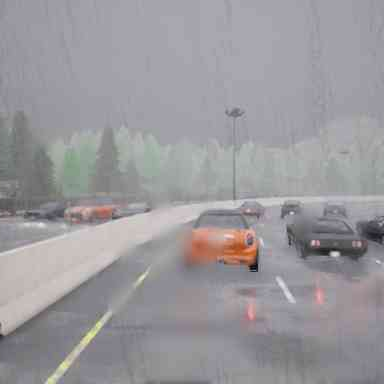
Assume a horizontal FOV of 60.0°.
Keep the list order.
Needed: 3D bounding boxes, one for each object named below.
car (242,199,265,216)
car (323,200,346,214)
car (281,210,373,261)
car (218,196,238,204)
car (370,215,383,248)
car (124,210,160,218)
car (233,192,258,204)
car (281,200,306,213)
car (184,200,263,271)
[{"bbox_3d":[5.318,1.509,29.567,1.994,1.385,4.181,0,0,18],"label":"car"},{"bbox_3d":[13.201,1.495,30.875,1.812,1.442,4.674,0,0,20],"label":"car"},{"bbox_3d":[4.666,1.586,12.274,1.895,1.301,4.718,0,0,8],"label":"car"},{"bbox_3d":[6.933,1.429,63.266,1.994,1.385,4.181,0,0,36],"label":"car"},{"bbox_3d":[8.429,1.596,13.785,1.895,1.301,4.718,0,0,9],"label":"car"},{"bbox_3d":[-3.774,1.451,24.236,1.812,1.442,4.674,0,0,15],"label":"car"},{"bbox_3d":[9.925,1.103,61.454,2.150,2.045,5.566,0,0,36],"label":"car"},{"bbox_3d":[8.973,1.463,29.458,1.837,1.490,4.892,0,0,19],"label":"car"},{"bbox_3d":[1.027,1.328,11.078,2.097,1.767,4.553,0,0,7],"label":"car"}]
